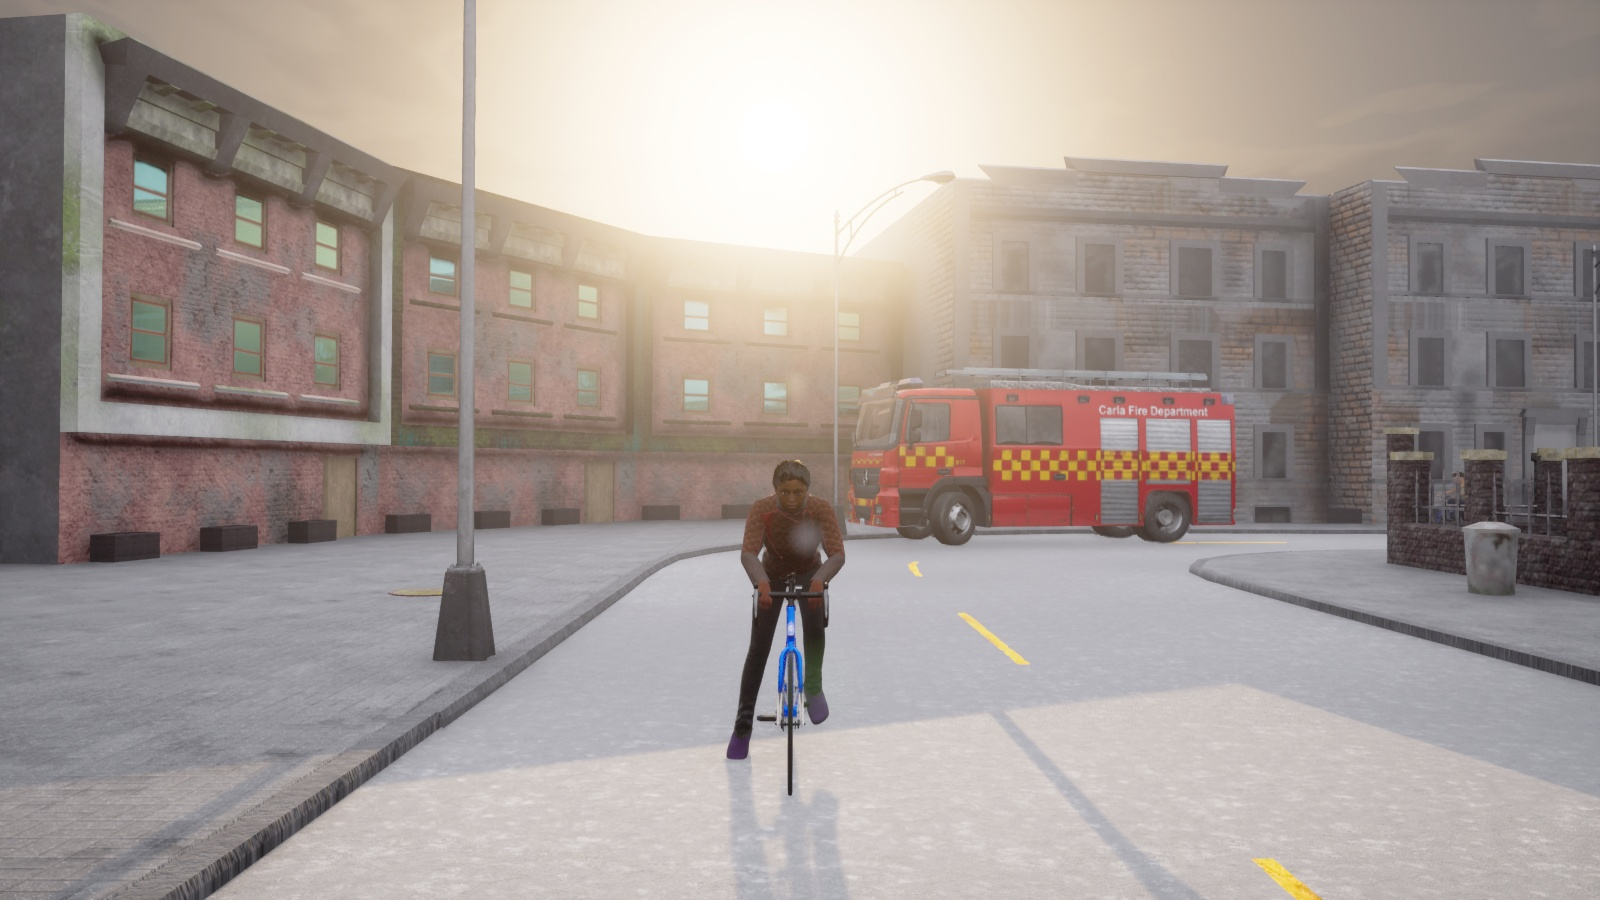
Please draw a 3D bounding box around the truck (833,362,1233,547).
[{"bbox_3d":[5.221,0.101,28.444,8.468,3.827,2.891,0,-1,-14],"label":"truck"}]

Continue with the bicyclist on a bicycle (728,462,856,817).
[{"bbox_3d":[-0.040,0.878,6.590,0.582,1.620,1.656,0,-1,0],"label":"bicyclist on a bicycle"}]
